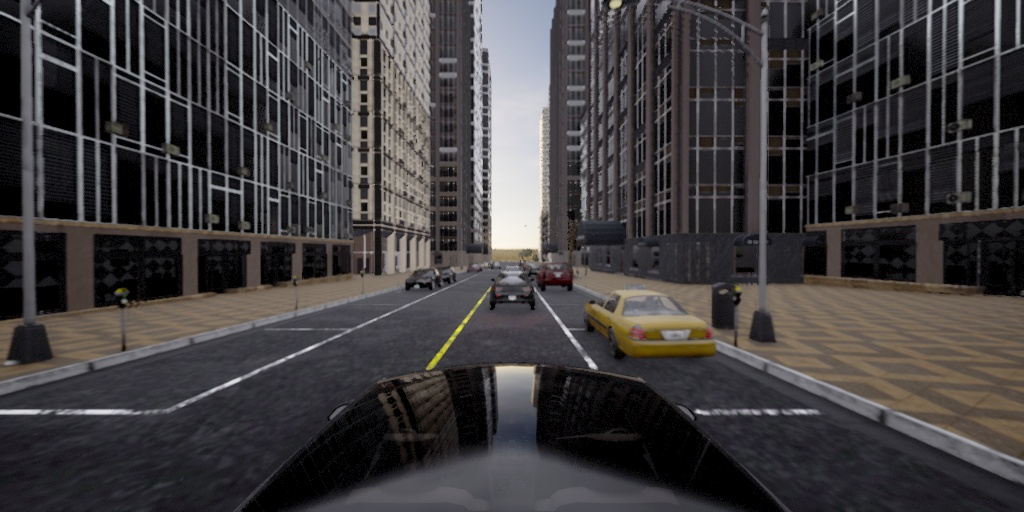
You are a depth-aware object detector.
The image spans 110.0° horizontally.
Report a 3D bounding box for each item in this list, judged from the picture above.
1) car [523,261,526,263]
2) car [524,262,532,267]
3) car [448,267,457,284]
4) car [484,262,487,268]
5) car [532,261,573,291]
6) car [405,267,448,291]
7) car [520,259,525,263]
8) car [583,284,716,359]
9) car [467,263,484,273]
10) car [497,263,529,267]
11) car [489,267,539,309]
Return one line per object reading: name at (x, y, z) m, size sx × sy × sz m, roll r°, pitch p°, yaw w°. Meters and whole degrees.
car at (2.723, 1.699, 46.724) m, size 2.007 × 1.370 × 4.403 m, roll 0°, pitch 0°, yaw 0°
car at (2.719, 1.666, 41.051) m, size 1.948 × 1.339 × 4.313 m, roll 0°, pitch 0°, yaw 0°
car at (-5.638, 1.568, 29.771) m, size 1.948 × 1.339 × 4.313 m, roll 0°, pitch 0°, yaw 0°
car at (-5.617, 1.812, 58.139) m, size 1.948 × 1.339 × 4.313 m, roll 0°, pitch 0°, yaw 0°
car at (2.746, 1.262, 23.542) m, size 2.192 × 1.841 × 5.009 m, roll 0°, pitch 0°, yaw 0°
car at (-5.812, 1.519, 24.097) m, size 1.948 × 1.339 × 4.313 m, roll 0°, pitch 0°, yaw 0°
car at (2.731, 1.685, 58.074) m, size 1.967 × 1.591 × 4.097 m, roll 0°, pitch 0°, yaw 0°
car at (2.826, 1.336, 8.461) m, size 1.751 × 1.417 × 4.829 m, roll 0°, pitch 0°, yaw 0°
car at (-5.621, 1.780, 52.466) m, size 1.802 × 1.307 × 4.207 m, roll 0°, pitch 0°, yaw 0°
car at (0.029, 1.546, 29.311) m, size 2.033 × 1.411 × 5.357 m, roll 0°, pitch 0°, yaw 0°
car at (0.032, 1.403, 15.689) m, size 1.812 × 1.442 × 4.674 m, roll 0°, pitch 0°, yaw 1°
